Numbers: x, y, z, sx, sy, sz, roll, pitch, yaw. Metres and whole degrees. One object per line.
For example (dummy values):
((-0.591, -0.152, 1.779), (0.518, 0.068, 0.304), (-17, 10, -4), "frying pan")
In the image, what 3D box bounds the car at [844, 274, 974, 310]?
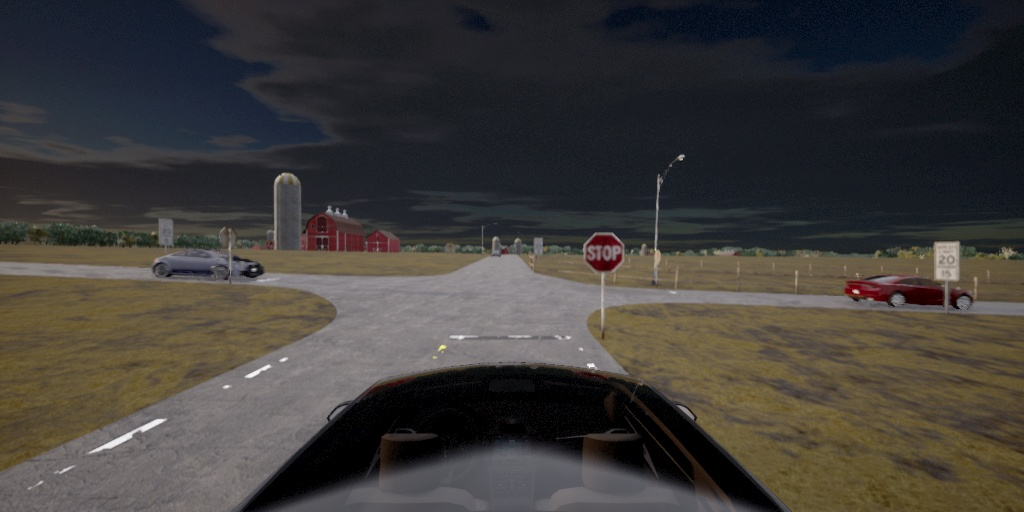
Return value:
((18.914, 1.649, 17.174), (5.008, 1.535, 1.882), (2, 0, -1), "car")

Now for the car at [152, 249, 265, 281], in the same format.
((-14.084, 0.368, 16.788), (4.181, 1.385, 1.994), (3, 0, -1), "car")
